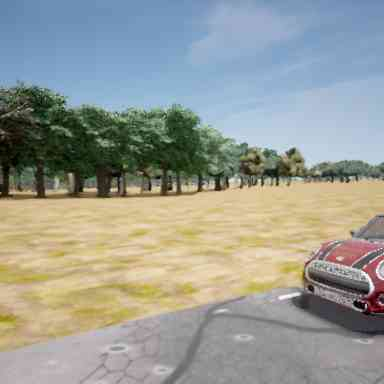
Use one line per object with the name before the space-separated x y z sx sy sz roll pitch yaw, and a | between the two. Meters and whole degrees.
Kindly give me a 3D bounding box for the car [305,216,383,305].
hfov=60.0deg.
car | 4.452 1.200 6.735 4.553 1.767 2.097 -1 0 -26
